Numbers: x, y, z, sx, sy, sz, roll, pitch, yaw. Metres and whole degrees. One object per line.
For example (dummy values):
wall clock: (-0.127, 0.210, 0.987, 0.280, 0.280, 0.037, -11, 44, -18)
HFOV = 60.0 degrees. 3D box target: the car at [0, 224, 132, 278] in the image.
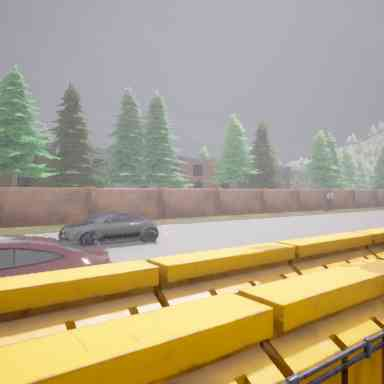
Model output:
car: (-3.626, 1.525, 5.692, 4.674, 1.442, 1.812, 0, 0, -35)

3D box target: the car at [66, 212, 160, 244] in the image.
car: (-3.502, 1.564, 14.375, 4.181, 1.385, 1.994, 0, 0, -36)
